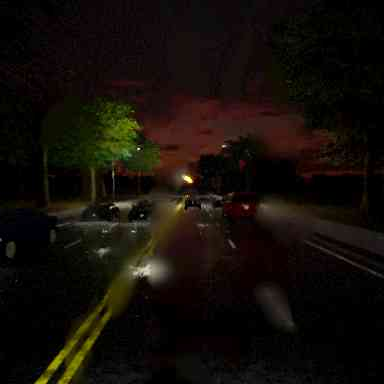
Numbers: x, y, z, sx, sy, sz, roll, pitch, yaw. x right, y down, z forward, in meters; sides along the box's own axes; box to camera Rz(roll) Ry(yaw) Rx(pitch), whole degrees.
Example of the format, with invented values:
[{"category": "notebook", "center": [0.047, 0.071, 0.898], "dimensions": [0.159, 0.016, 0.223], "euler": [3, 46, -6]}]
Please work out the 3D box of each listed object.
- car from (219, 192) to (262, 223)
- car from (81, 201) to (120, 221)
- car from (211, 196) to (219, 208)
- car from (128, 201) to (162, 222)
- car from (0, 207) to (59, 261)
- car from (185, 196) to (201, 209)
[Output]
[{"category": "car", "center": [3.356, 1.009, 23.173], "dimensions": [2.150, 2.045, 5.566], "euler": [0, 1, 0]}, {"category": "car", "center": [-6.555, 1.340, 24.240], "dimensions": [1.994, 1.385, 4.181], "euler": [0, 1, 0]}, {"category": "car", "center": [3.359, 1.194, 40.286], "dimensions": [1.994, 1.385, 4.181], "euler": [0, 1, 0]}, {"category": "car", "center": [-3.306, 1.344, 23.886], "dimensions": [1.994, 1.385, 4.181], "euler": [0, 0, 0]}, {"category": "car", "center": [-6.543, 1.366, 11.976], "dimensions": [1.882, 1.535, 5.008], "euler": [0, 1, 0]}, {"category": "car", "center": [0.103, 1.194, 38.537], "dimensions": [2.033, 1.411, 5.357], "euler": [0, 1, 0]}]
